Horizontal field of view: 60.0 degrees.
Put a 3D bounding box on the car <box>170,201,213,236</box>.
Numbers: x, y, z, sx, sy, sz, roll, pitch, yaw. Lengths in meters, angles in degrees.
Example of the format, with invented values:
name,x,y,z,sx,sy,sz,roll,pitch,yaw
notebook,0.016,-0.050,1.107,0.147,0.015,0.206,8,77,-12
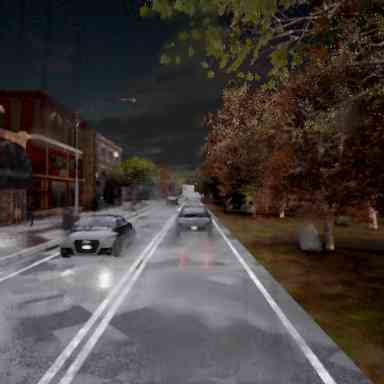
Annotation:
name,x,y,z,sx,sy,sz,roll,pitch,yaw
car,0.102,1.489,18.226,2.128,1.511,4.902,0,0,0

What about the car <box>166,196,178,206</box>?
name,x,y,z,sx,sy,sz,roll,pitch,yaw
car,-3.298,1.462,55.344,1.882,1.535,5.008,0,0,0

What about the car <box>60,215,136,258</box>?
name,x,y,z,sx,sy,sz,roll,pitch,yaw
car,-3.348,1.564,12.547,1.994,1.385,4.181,0,0,0
